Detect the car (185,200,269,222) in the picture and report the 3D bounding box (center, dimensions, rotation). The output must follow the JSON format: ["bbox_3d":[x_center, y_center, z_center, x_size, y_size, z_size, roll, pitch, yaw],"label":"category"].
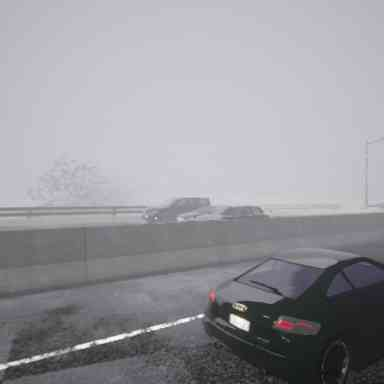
[{"bbox_3d":[2.207,1.508,18.395,4.553,1.767,2.097,1,-1,-35],"label":"car"}]

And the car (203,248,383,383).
[{"bbox_3d":[2.226,1.624,5.314,4.181,1.385,1.994,1,-1,-35],"label":"car"}]

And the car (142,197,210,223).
[{"bbox_3d":[-0.907,1.391,24.765,5.566,2.045,2.150,1,-1,-35],"label":"car"}]

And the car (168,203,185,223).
[{"bbox_3d":[1.252,1.664,22.000,4.902,1.511,2.128,1,-1,-35],"label":"car"}]
